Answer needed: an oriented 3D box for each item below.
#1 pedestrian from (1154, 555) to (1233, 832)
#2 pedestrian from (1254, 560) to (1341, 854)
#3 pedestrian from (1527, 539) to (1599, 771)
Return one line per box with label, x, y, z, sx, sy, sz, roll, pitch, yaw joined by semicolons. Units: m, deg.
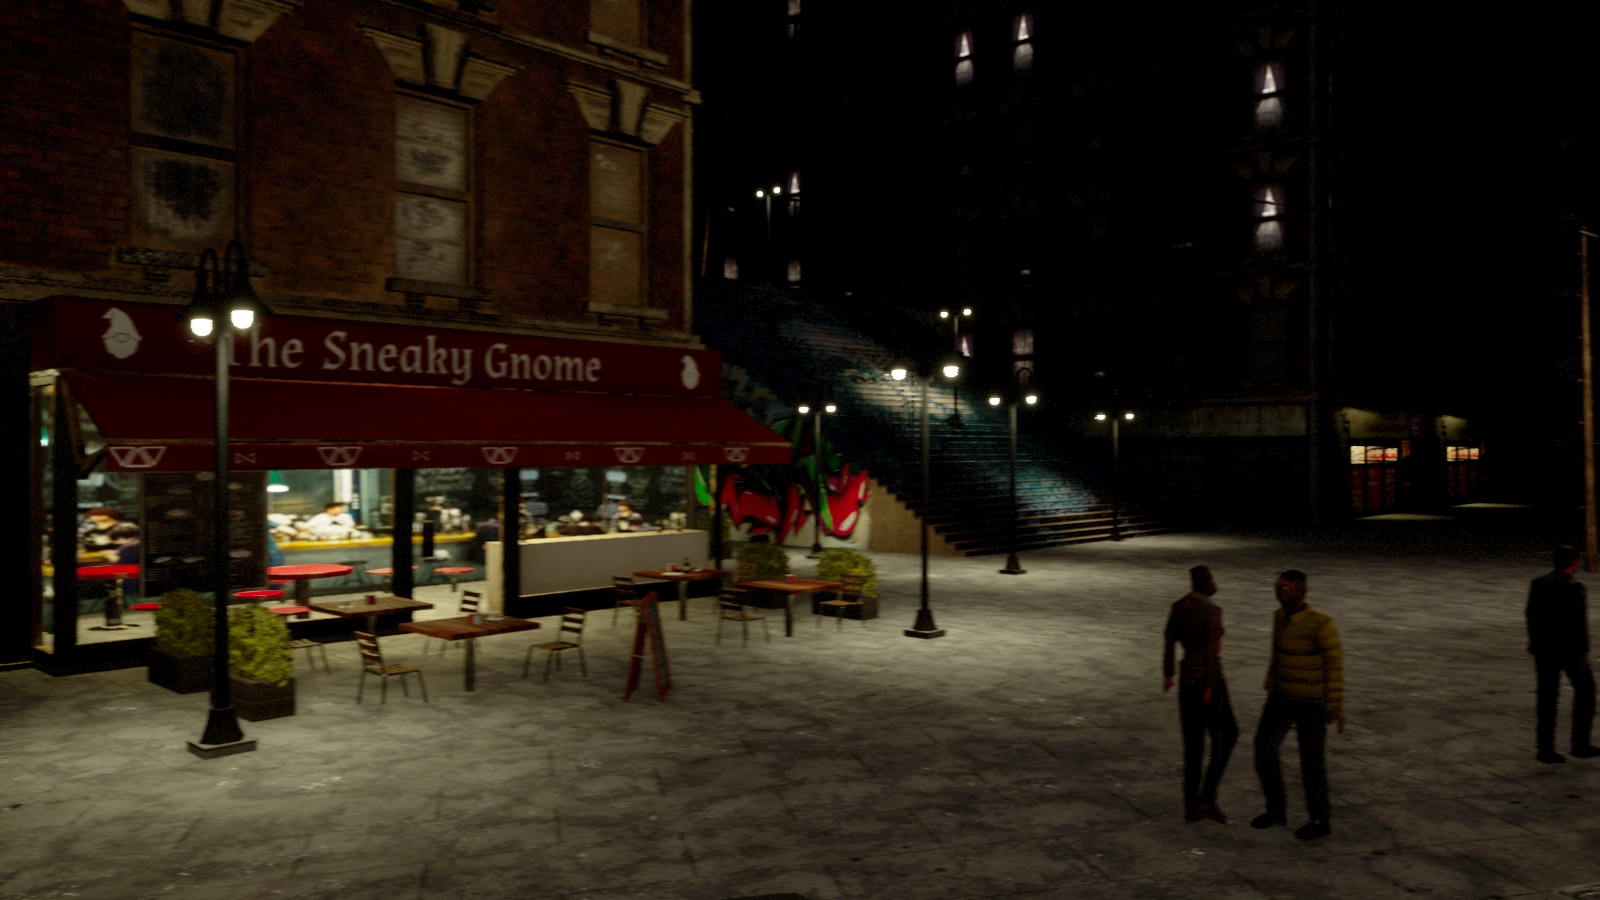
pedestrian;2.789;1.696;8.100;0.375;1.860;0.375;0;0;-29
pedestrian;3.338;1.695;7.674;0.375;1.860;0.375;0;0;-21
pedestrian;6.419;1.696;9.588;0.375;1.860;0.375;0;0;-17
